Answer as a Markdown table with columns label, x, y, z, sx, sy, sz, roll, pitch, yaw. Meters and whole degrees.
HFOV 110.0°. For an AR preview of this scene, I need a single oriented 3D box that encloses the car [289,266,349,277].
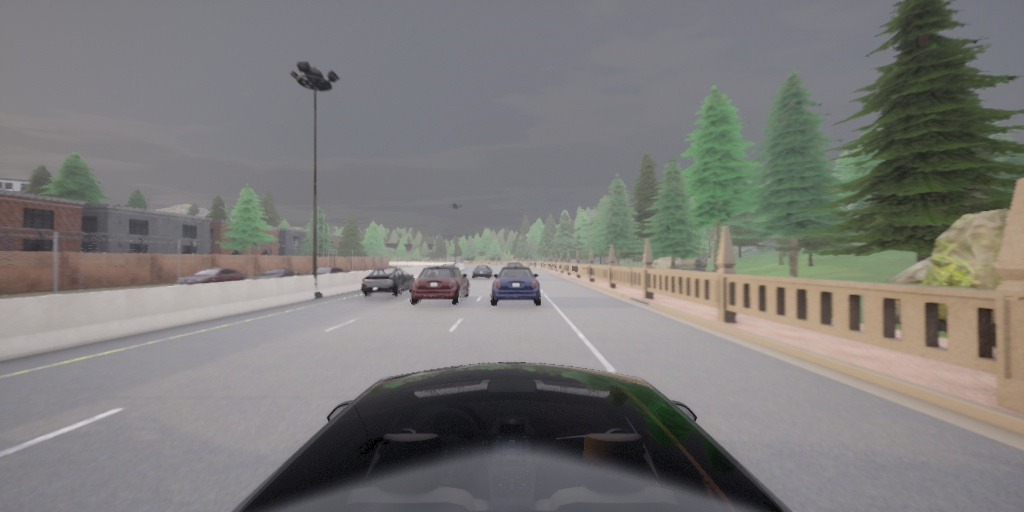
| label | x | y | z | sx | sy | sz | roll | pitch | yaw |
| --- | --- | --- | --- | --- | --- | --- | --- | --- | --- |
| car | -13.970 | 1.515 | 26.769 | 1.882 | 1.535 | 5.008 | 0 | -1 | 0 |

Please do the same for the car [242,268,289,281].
| label | x | y | z | sx | sy | sz | roll | pitch | yaw |
| --- | --- | --- | --- | --- | --- | --- | --- | --- | --- |
| car | -17.468 | 1.612 | 26.893 | 1.994 | 1.385 | 4.181 | 0 | -1 | 0 |

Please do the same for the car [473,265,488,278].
| label | x | y | z | sx | sy | sz | roll | pitch | yaw |
| --- | --- | --- | --- | --- | --- | --- | --- | --- | --- |
| car | -3.214 | 1.700 | 39.746 | 1.994 | 1.385 | 4.181 | 0 | -1 | 0 |

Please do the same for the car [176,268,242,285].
| label | x | y | z | sx | sy | sz | roll | pitch | yaw |
| --- | --- | --- | --- | --- | --- | --- | --- | --- | --- |
| car | -20.977 | 1.568 | 25.354 | 1.812 | 1.442 | 4.674 | 0 | -1 | 0 |

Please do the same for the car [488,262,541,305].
| label | x | y | z | sx | sy | sz | roll | pitch | yaw |
| --- | --- | --- | --- | --- | --- | --- | --- | --- | --- |
| car | 0.180 | 1.253 | 17.075 | 2.097 | 1.767 | 4.553 | 0 | -1 | 0 |

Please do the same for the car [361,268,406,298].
| label | x | y | z | sx | sy | sz | roll | pitch | yaw |
| --- | --- | --- | --- | --- | --- | --- | --- | --- | --- |
| car | -6.805 | 1.446 | 20.305 | 2.128 | 1.511 | 4.902 | 0 | 0 | 0 |

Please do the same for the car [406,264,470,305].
| label | x | y | z | sx | sy | sz | roll | pitch | yaw |
| --- | --- | --- | --- | --- | --- | --- | --- | --- | --- |
| car | -3.319 | 1.266 | 17.427 | 2.097 | 1.767 | 4.553 | 0 | -1 | 0 |
